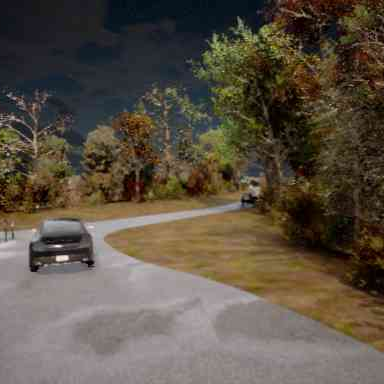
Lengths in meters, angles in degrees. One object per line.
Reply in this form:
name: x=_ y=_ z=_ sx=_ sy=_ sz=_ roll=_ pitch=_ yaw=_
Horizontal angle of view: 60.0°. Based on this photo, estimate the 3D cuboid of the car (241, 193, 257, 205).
car: x=10.286 y=1.232 z=59.318 sx=2.150 sy=2.045 sz=5.566 roll=-2 pitch=0 yaw=22

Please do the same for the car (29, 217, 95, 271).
car: x=-4.490 y=1.648 z=11.640 sx=1.837 sy=1.490 sz=4.892 roll=-1 pitch=0 yaw=-20
